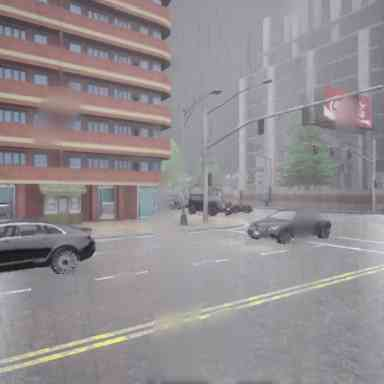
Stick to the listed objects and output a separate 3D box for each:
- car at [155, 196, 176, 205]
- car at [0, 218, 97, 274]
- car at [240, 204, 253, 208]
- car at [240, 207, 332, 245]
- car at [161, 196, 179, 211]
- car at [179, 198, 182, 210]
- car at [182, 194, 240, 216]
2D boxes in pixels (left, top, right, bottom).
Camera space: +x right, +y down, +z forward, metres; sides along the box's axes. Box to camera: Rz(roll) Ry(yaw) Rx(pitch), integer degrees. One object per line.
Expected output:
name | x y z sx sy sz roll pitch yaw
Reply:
car | -4.883 1.526 60.685 1.812 1.442 4.674 0 0 -35
car | -5.092 1.492 8.969 4.902 1.511 2.128 0 0 -35
car | 4.235 1.601 35.103 1.895 1.301 4.718 0 0 -35
car | 4.727 1.526 15.759 4.674 1.442 1.812 0 0 -35
car | -3.954 1.352 40.696 2.097 1.767 4.553 0 0 -35
car | -1.856 1.492 43.804 2.128 1.511 4.902 0 0 -35
car | 1.732 1.223 32.574 2.150 2.045 5.566 0 0 -35
